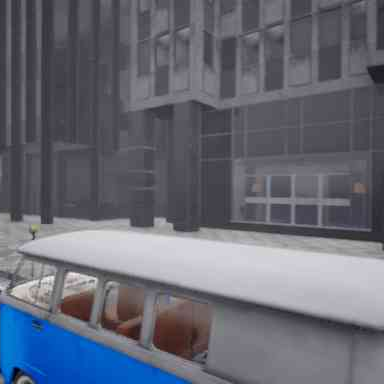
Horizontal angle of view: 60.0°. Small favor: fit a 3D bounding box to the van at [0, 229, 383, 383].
[{"bbox_3d":[-0.151,1.327,2.952,3.998,1.788,1.690,1,0,36],"label":"van"}]
